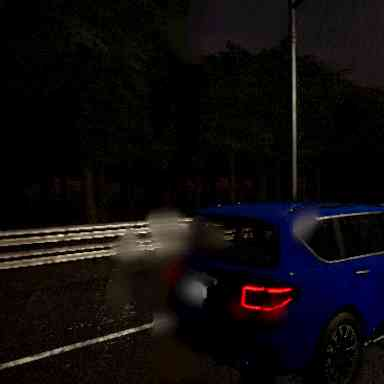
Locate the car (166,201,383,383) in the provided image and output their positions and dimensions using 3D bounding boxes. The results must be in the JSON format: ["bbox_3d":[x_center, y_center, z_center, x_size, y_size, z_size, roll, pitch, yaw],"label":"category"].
[{"bbox_3d":[2.241,1.165,5.334,5.566,2.045,2.150,-1,1,-36],"label":"car"}]
